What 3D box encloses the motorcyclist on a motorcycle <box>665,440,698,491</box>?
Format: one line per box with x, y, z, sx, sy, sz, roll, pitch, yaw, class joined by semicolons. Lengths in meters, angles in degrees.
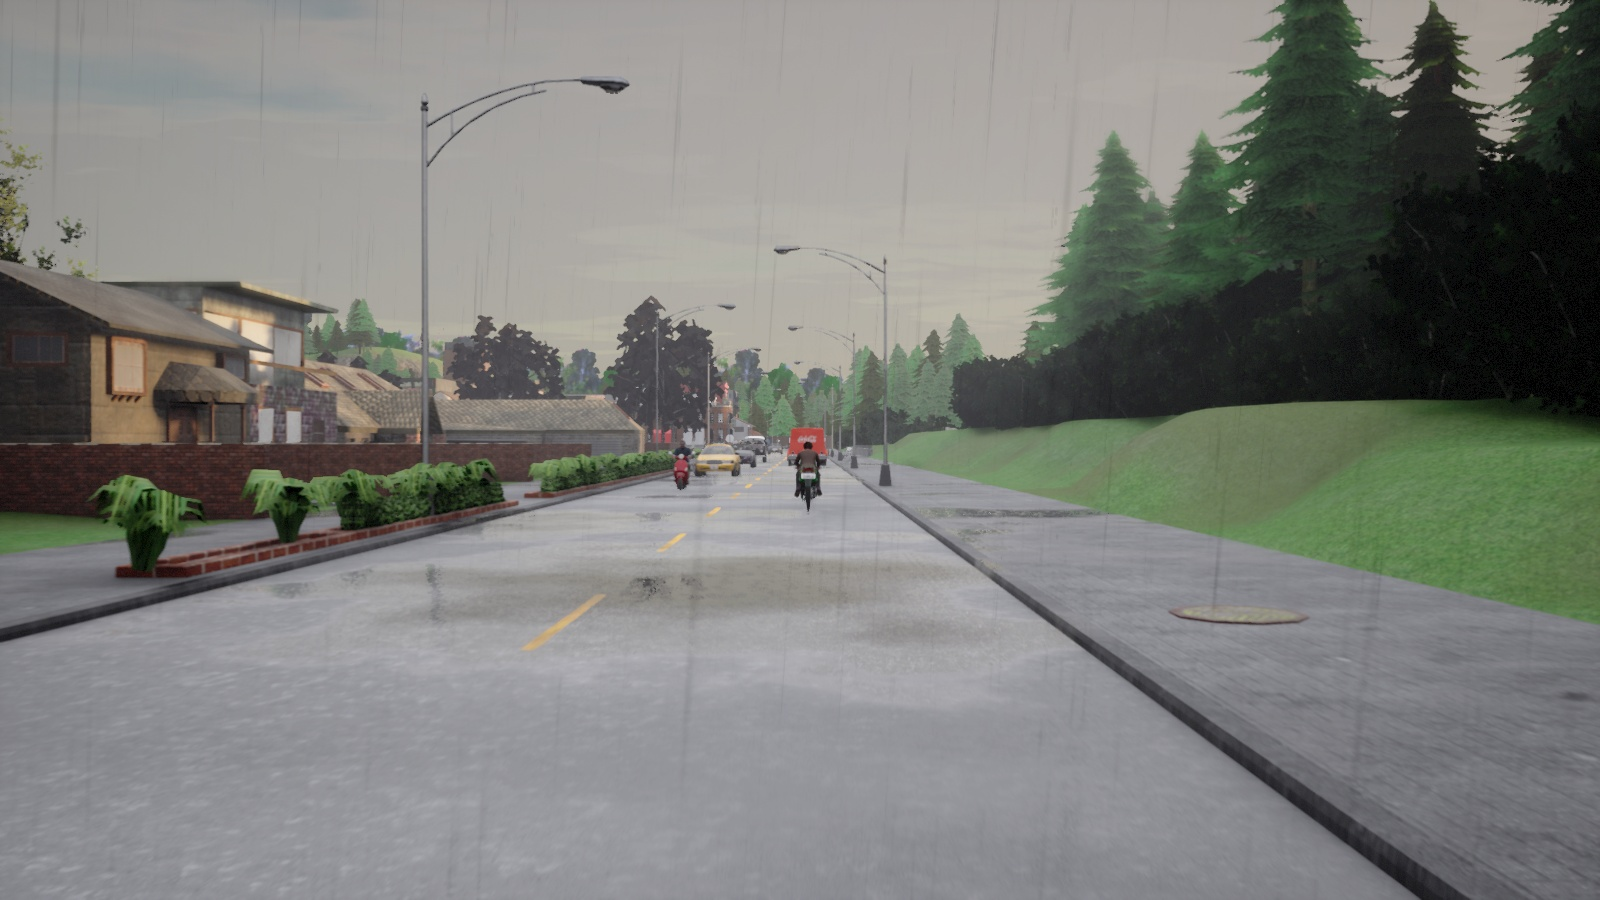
-3.752;0.472;39.893;0.866;1.590;1.817;0;0;0;motorcyclist on a motorcycle

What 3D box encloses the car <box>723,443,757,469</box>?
-3.554;0.333;75.217;1.816;1.474;4.193;0;0;0;car

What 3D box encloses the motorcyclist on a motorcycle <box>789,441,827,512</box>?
0.179;0.571;27.992;0.797;1.523;2.044;0;0;0;motorcyclist on a motorcycle

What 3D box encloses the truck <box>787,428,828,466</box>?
0.484;-0.206;82.741;2.627;2.467;5.204;0;0;0;truck

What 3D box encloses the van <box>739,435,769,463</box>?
-3.454;-0.070;95.328;2.069;2.038;4.480;0;0;0;van

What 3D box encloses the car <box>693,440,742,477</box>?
-3.655;0.365;56.328;1.801;1.575;5.366;0;0;0;car
